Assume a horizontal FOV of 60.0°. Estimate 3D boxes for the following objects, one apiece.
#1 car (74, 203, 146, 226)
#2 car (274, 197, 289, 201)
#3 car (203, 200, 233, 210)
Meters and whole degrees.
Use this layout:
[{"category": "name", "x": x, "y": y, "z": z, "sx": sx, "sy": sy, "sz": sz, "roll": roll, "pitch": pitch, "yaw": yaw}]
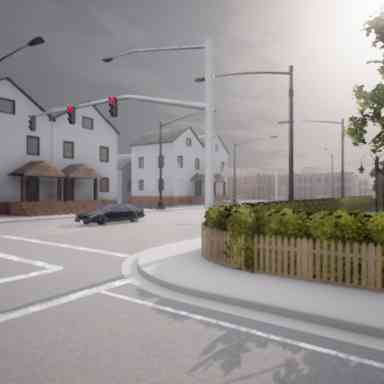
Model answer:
[{"category": "car", "x": -5.673, "y": 1.532, "z": 23.840, "sx": 2.033, "sy": 1.411, "sz": 5.357, "roll": 0, "pitch": 0, "yaw": 35}, {"category": "car", "x": 14.074, "y": 1.546, "z": 52.259, "sx": 1.837, "sy": 1.490, "sz": 4.892, "roll": 0, "pitch": 0, "yaw": 35}, {"category": "car", "x": 3.207, "y": 1.585, "z": 36.694, "sx": 1.895, "sy": 1.301, "sz": 4.718, "roll": 0, "pitch": 0, "yaw": 35}]
